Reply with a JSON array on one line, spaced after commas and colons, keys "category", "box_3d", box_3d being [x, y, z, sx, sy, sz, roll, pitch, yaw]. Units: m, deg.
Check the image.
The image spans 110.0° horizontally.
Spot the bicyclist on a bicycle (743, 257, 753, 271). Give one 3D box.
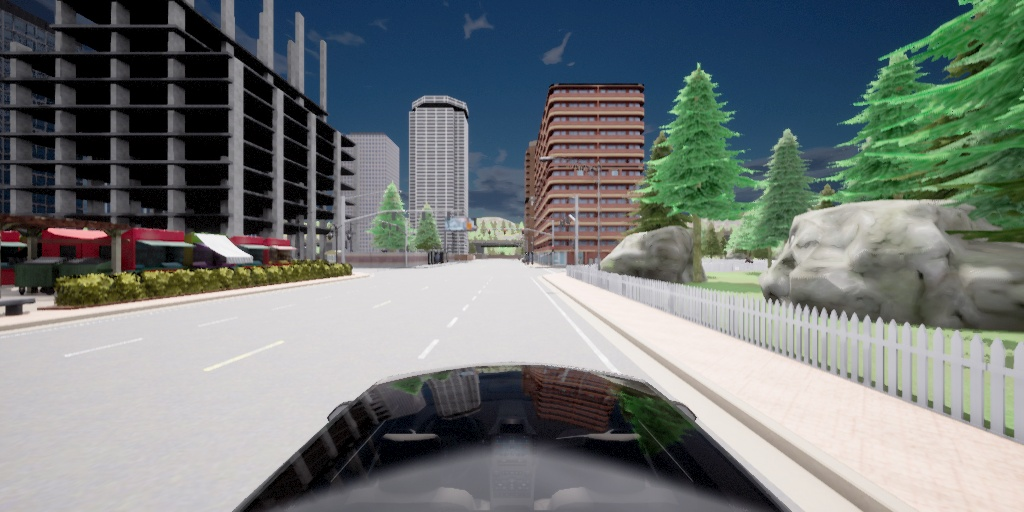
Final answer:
[{"category": "bicyclist on a bicycle", "box_3d": [28.241, 0.972, 42.872, 0.582, 1.620, 1.656, 0, 0, -28]}]
